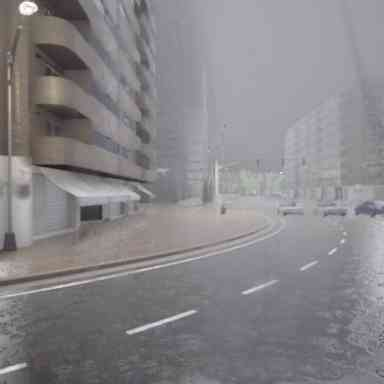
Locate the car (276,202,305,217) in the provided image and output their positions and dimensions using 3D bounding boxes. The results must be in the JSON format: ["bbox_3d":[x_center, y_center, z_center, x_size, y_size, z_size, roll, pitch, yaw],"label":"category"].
[{"bbox_3d":[9.471,1.637,32.109,1.895,1.301,4.718,0,0,4],"label":"car"}]

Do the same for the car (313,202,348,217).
[{"bbox_3d":[12.866,1.605,31.133,1.895,1.301,4.718,0,0,5],"label":"car"}]

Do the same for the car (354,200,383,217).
[{"bbox_3d":[16.638,1.497,30.390,1.812,1.442,4.674,0,0,2],"label":"car"}]
